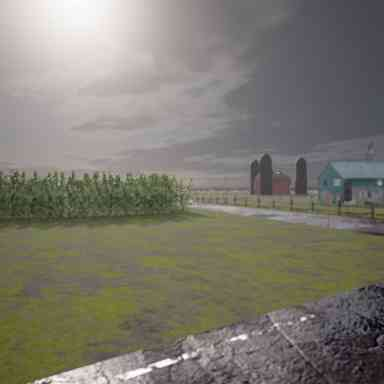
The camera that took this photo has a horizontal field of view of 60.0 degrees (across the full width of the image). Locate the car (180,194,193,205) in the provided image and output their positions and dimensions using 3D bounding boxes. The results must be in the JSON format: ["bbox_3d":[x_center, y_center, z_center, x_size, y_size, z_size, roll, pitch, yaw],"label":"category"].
[{"bbox_3d":[-1.597,1.254,59.609,2.150,2.045,5.566,-1,0,-17],"label":"car"}]
